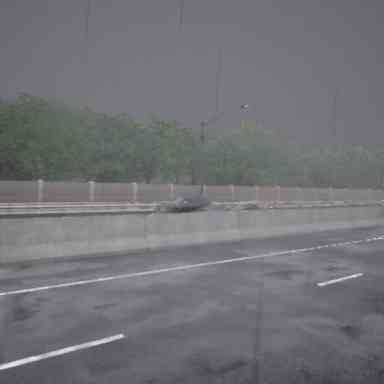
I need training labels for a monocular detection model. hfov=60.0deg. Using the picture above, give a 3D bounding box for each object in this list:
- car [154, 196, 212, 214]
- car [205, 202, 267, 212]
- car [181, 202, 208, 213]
[{"bbox_3d":[-0.590,1.373,29.364,5.566,2.045,2.150,1,0,-35],"label":"car"},{"bbox_3d":[3.620,1.658,23.768,4.892,1.490,1.837,1,0,-35],"label":"car"},{"bbox_3d":[1.634,1.718,26.649,4.181,1.385,1.994,1,0,-35],"label":"car"}]
